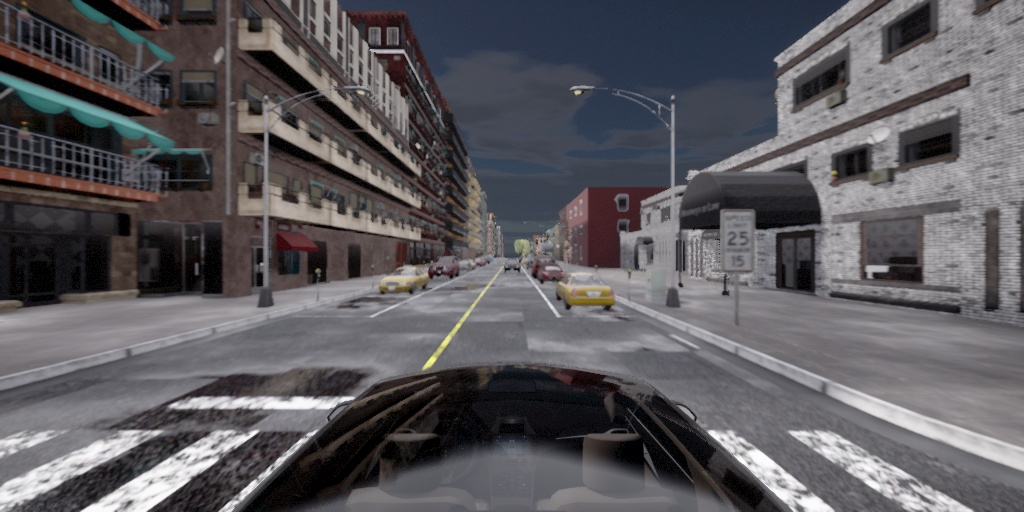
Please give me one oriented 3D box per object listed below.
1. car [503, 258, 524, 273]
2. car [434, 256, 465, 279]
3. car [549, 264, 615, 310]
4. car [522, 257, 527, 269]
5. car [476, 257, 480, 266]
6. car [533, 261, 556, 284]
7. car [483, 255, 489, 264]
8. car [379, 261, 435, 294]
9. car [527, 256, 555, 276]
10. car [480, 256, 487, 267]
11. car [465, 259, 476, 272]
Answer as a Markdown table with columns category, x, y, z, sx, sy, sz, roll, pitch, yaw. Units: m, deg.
| category | x | y | z | sx | sy | sz | roll | pitch | yaw |
| --- | --- | --- | --- | --- | --- | --- | --- | --- | --- |
| car | 0.018 | 1.175 | 40.514 | 1.895 | 1.301 | 4.718 | 0 | 0 | 0 |
| car | -5.678 | 0.926 | 30.592 | 2.192 | 1.841 | 5.009 | 0 | 0 | 0 |
| car | 2.696 | 1.206 | 14.141 | 1.751 | 1.417 | 4.829 | 0 | 0 | 0 |
| car | 2.710 | 1.101 | 47.206 | 2.007 | 1.370 | 4.403 | 0 | 0 | 0 |
| car | -5.671 | 1.076 | 47.039 | 1.751 | 1.417 | 4.829 | 0 | 0 | 0 |
| car | 2.700 | 1.216 | 25.050 | 1.802 | 1.307 | 4.207 | 0 | 0 | 0 |
| car | -5.664 | 0.936 | 63.826 | 1.967 | 1.591 | 4.097 | 0 | 0 | 0 |
| car | -5.683 | 1.182 | 19.343 | 1.751 | 1.417 | 4.829 | 0 | 0 | 0 |
| car | 2.703 | 0.926 | 30.589 | 2.192 | 1.841 | 5.009 | 0 | 0 | 0 |
| car | -5.666 | 1.059 | 58.288 | 1.888 | 1.381 | 4.507 | 0 | 0 | 0 |
| car | -5.673 | 1.120 | 41.670 | 2.007 | 1.370 | 4.403 | 0 | 0 | 0 |
